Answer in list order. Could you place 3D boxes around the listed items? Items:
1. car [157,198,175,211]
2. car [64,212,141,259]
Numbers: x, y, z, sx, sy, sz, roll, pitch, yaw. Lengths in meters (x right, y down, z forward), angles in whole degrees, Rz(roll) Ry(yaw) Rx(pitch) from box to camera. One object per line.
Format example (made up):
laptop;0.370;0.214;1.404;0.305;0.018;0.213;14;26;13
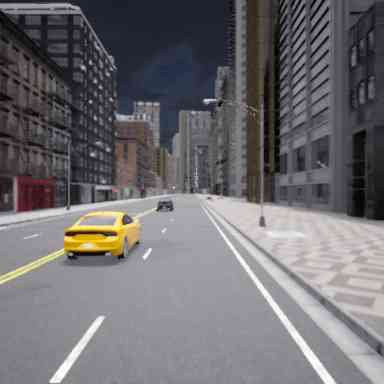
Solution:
car;-3.154;1.488;40.591;1.837;1.490;4.892;0;0;0
car;-3.151;1.478;12.584;1.882;1.535;5.008;0;0;0
